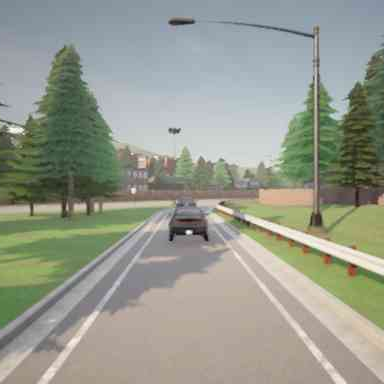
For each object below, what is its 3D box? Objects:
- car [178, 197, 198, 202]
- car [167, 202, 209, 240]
[{"bbox_3d":[-0.462,1.318,35.447,2.097,1.767,4.553,0,0,2],"label":"car"},{"bbox_3d":[-0.189,1.489,16.819,1.837,1.490,4.892,0,0,-1],"label":"car"}]
